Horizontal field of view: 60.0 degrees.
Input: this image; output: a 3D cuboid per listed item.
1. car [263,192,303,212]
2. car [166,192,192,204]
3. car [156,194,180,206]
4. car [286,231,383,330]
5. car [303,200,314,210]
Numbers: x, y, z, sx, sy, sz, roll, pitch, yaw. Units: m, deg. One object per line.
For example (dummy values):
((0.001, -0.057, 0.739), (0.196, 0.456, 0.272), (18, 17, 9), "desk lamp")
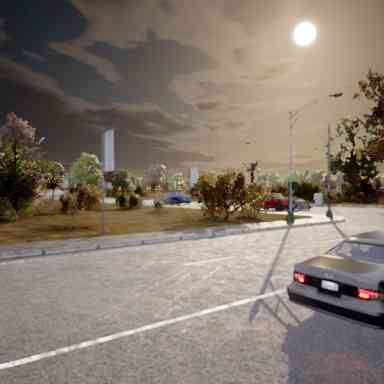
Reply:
((8.769, 1.053, 36.305), (2.150, 2.045, 5.566), (-1, 1, -37), "car")
((-2.378, 1.041, 55.637), (2.150, 2.045, 5.566), (-1, 0, -39), "car")
((-4.270, 1.408, 52.415), (1.994, 1.385, 4.181), (-1, 0, -39), "car")
((4.225, 1.527, 6.786), (5.357, 1.411, 2.033), (0, 0, -36), "car")
((11.584, 1.303, 38.362), (2.128, 1.511, 4.902), (-1, 0, -39), "car")
